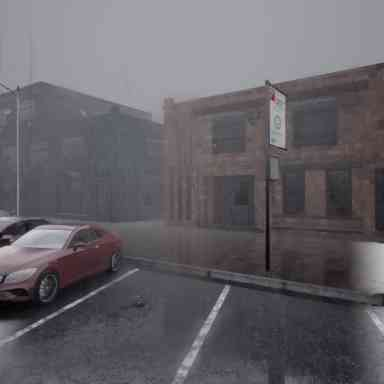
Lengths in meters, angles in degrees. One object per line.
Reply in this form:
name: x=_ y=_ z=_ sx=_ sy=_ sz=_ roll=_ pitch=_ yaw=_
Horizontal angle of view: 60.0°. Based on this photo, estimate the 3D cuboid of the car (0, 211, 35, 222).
car: x=-5.792 y=1.518 z=9.982 sx=2.163 sy=1.488 sz=4.792 roll=1 pitch=-1 yaw=15

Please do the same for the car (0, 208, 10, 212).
car: x=-8.244 y=1.366 z=11.746 sx=2.185 sy=1.767 sz=4.553 roll=1 pitch=-1 yaw=15

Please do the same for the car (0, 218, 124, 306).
car: x=-3.311 y=1.527 z=8.310 sx=2.002 sy=1.452 sz=4.674 roll=1 pitch=-1 yaw=15
